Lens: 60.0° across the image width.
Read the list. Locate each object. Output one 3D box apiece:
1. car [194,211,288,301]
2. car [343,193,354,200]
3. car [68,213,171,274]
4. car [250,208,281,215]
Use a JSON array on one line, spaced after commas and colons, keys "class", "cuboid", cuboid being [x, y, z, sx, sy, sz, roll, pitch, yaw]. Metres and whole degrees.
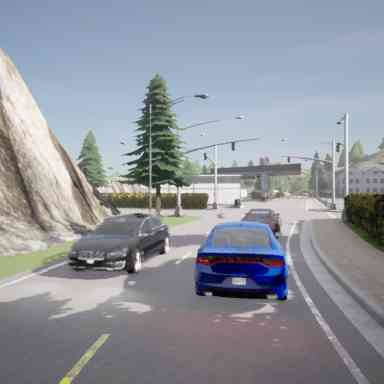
[{"class": "car", "cuboid": [1.293, 1.478, 8.513, 1.882, 1.535, 5.008, 0, 0, 10]}, {"class": "car", "cuboid": [40.213, 1.077, 83.015, 3.866, 1.878, 1.905, 0, 0, 19]}, {"class": "car", "cuboid": [-2.064, 1.505, 10.762, 1.837, 1.490, 4.892, 0, 0, 12]}, {"class": "car", "cuboid": [3.699, 1.564, 17.701, 1.994, 1.385, 4.181, 0, 0, 17]}]
